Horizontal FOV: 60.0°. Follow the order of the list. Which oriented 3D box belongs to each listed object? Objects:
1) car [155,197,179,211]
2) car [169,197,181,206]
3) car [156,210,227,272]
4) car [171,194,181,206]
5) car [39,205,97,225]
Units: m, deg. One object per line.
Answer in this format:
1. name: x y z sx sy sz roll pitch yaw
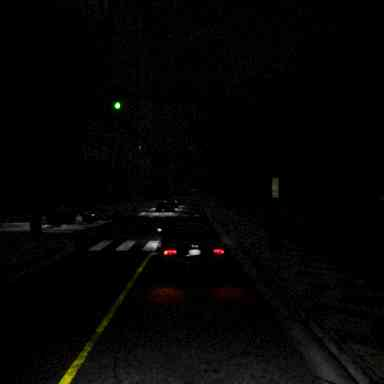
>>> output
1. car: -3.058 1.615 39.330 2.033 1.411 5.357 0 0 3
2. car: -3.005 1.666 59.077 1.812 1.442 4.674 0 0 0
3. car: -0.131 1.553 10.808 2.033 1.411 5.357 0 0 -5
4. car: -3.069 1.454 48.957 2.097 1.767 4.553 0 0 0
5. car: -9.092 1.627 24.078 4.181 1.385 1.994 0 -2 8
